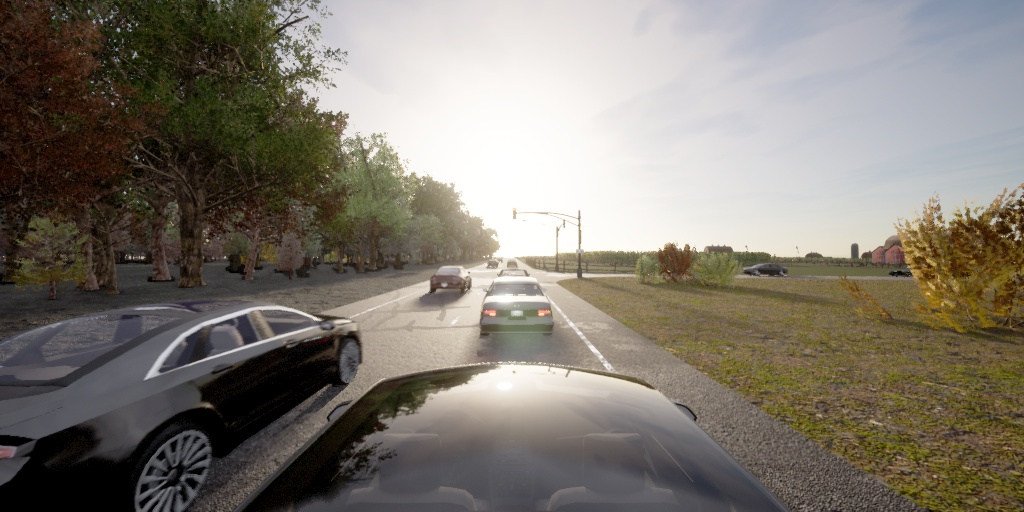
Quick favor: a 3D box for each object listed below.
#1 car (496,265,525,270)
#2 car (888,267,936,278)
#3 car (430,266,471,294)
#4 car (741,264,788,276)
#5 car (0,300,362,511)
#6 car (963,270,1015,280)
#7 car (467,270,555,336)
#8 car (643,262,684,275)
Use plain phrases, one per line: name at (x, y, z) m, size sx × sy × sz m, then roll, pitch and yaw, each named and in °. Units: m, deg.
car at (0.086, 1.355, 20.017) m, size 1.895 × 1.301 × 4.718 m, roll 0°, pitch 0°, yaw 0°
car at (47.649, 1.929, 42.460) m, size 4.718 × 1.301 × 1.895 m, roll 1°, pitch -1°, yaw 1°
car at (-3.412, 1.280, 20.412) m, size 1.812 × 1.442 × 4.674 m, roll 0°, pitch 0°, yaw 0°
car at (29.938, 1.640, 42.574) m, size 4.892 × 1.490 × 1.837 m, roll 1°, pitch -1°, yaw 0°
car at (-3.403, 1.242, 4.068) m, size 2.128 × 1.511 × 4.902 m, roll 0°, pitch 0°, yaw 0°
car at (51.394, 1.909, 38.858) m, size 4.718 × 1.301 × 1.895 m, roll 1°, pitch -1°, yaw 1°
car at (0.090, 1.300, 10.368) m, size 2.033 × 1.411 × 5.357 m, roll 0°, pitch 0°, yaw 0°
car at (17.973, 1.496, 42.642) m, size 4.902 × 1.511 × 2.128 m, roll 1°, pitch -1°, yaw 1°
